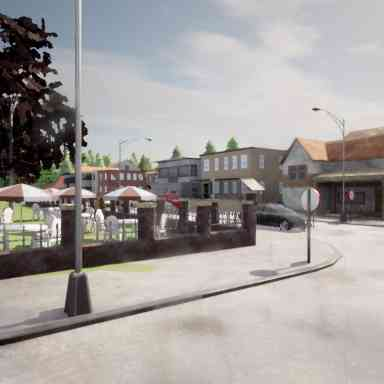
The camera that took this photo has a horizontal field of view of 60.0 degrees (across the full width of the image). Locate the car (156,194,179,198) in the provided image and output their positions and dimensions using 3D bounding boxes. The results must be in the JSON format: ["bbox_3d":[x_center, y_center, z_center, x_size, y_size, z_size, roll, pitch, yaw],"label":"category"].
[{"bbox_3d":[-3.513,1.221,39.719,2.150,2.045,5.566,0,0,-36],"label":"car"}]

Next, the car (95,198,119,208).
[{"bbox_3d":[-11.722,1.477,44.071,1.882,1.535,5.008,0,0,-35],"label":"car"}]

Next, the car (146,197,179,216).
[{"bbox_3d":[-2.821,1.526,31.521,1.812,1.442,4.674,0,0,-36],"label":"car"}]

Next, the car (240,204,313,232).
[{"bbox_3d":[5.063,1.504,20.471,1.837,1.490,4.892,0,0,-36],"label":"car"}]

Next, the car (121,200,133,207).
[{"bbox_3d":[-10.442,1.563,49.451,1.994,1.385,4.181,0,0,-35],"label":"car"}]
